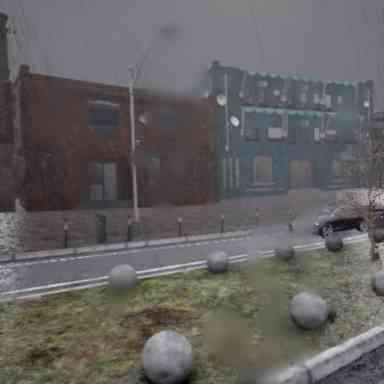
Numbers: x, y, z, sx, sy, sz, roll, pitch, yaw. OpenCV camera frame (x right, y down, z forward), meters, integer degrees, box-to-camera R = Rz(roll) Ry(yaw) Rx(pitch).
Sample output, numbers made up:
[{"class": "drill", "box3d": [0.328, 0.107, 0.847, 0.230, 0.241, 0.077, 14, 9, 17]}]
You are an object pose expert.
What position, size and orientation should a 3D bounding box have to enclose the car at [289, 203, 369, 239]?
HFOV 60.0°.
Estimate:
[{"class": "car", "box3d": [6.967, 1.357, 16.713, 4.902, 1.511, 2.128, -3, 1, -32]}]
